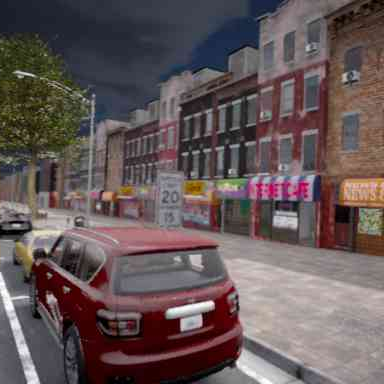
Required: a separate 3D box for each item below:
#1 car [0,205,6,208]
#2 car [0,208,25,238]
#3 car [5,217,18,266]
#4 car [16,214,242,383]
[{"bbox_3d":[-13.491,1.874,24.000,2.008,1.369,4.403,2,-1,-33],"label":"car"},{"bbox_3d":[-10.449,1.844,19.363,1.947,1.339,4.313,2,-1,-33],"label":"car"},{"bbox_3d":[-4.457,1.716,10.233,1.752,1.417,4.829,2,-1,-33],"label":"car"},{"bbox_3d":[-1.318,1.461,5.459,2.192,1.841,5.009,2,-1,-33],"label":"car"}]
